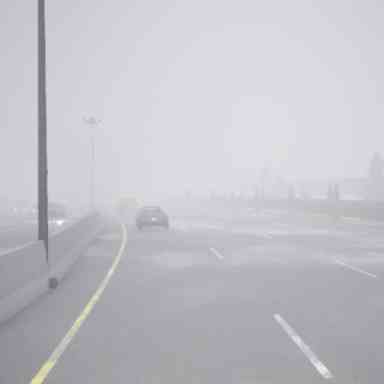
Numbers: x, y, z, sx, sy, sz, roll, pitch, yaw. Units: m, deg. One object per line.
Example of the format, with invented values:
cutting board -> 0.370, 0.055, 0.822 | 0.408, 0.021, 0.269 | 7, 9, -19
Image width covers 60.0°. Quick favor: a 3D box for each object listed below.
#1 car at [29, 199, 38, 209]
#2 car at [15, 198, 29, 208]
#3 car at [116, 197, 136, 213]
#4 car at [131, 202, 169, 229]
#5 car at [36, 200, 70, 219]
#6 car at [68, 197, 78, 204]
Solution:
car -> -21.794, 1.636, 48.160 | 1.882, 1.535, 5.008 | 0, 0, -17
car -> -27.124, 1.724, 53.510 | 1.812, 1.442, 4.674 | 0, 0, -17
car -> -7.499, 1.405, 38.263 | 2.097, 1.767, 4.553 | 0, 0, -17
car -> -2.705, 1.584, 21.719 | 1.994, 1.385, 4.181 | 0, 0, -12
car -> -12.339, 1.653, 29.749 | 1.994, 1.385, 4.181 | 0, 0, -17
car -> -24.714, 1.721, 69.219 | 1.882, 1.535, 5.008 | 0, -1, -18
